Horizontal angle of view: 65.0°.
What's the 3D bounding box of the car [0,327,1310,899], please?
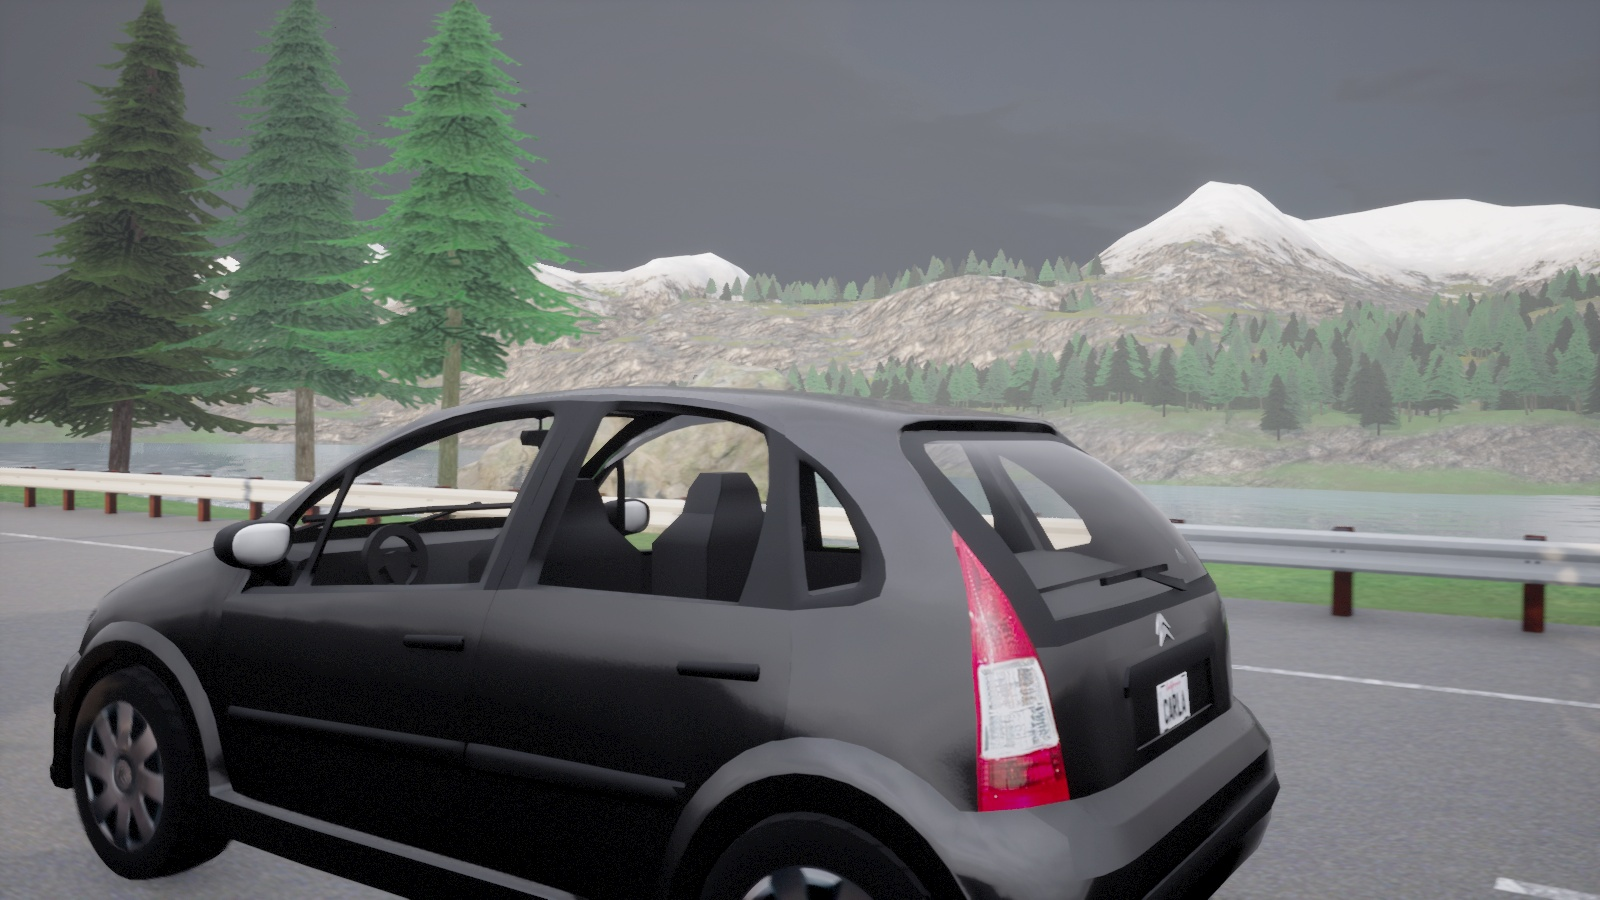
[{"bbox_3d":[-0.660,0.580,4.061,3.988,1.617,1.851,0,1,34],"label":"car"}]
